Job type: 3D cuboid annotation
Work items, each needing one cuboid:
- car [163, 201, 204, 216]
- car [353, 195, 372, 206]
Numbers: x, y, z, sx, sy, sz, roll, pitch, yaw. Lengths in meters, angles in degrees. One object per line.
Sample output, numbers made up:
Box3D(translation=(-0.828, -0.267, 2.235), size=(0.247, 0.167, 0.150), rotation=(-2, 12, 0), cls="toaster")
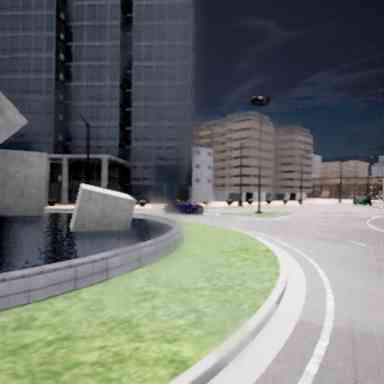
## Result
Box3D(translation=(-0.841, 1.572, 33.320), size=(4.181, 1.385, 1.994), rotation=(1, 0, 36), cls="car")
Box3D(translation=(34.366, 1.717, 67.035), size=(5.566, 2.045, 2.150), rotation=(1, 0, -45), cls="car")
